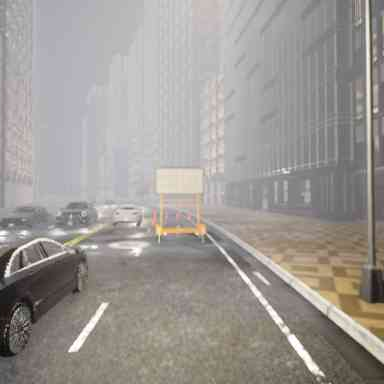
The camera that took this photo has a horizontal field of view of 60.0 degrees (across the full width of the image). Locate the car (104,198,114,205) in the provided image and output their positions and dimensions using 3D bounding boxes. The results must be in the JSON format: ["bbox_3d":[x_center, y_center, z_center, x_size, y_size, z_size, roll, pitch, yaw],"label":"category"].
[{"bbox_3d":[-15.731,1.832,63.468,1.895,1.301,4.718,0,0,-16],"label":"car"}]

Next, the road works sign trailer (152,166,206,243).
[{"bbox_3d":[-0.613,0.526,16.456,2.380,3.560,2.880,0,0,-5],"label":"road works sign trailer"}]

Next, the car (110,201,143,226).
[{"bbox_3d":[-4.626,1.611,24.300,1.812,1.442,4.674,0,0,-6],"label":"car"}]

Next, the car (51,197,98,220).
[{"bbox_3d":[-8.007,1.428,23.444,2.097,1.767,4.553,0,0,-6],"label":"car"}]

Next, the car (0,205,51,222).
[{"bbox_3d":[-11.172,1.615,22.724,2.033,1.411,5.357,0,0,-6],"label":"car"}]

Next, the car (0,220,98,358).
[{"bbox_3d":[-3.333,1.513,5.993,2.128,1.511,4.902,0,0,-2],"label":"car"}]
